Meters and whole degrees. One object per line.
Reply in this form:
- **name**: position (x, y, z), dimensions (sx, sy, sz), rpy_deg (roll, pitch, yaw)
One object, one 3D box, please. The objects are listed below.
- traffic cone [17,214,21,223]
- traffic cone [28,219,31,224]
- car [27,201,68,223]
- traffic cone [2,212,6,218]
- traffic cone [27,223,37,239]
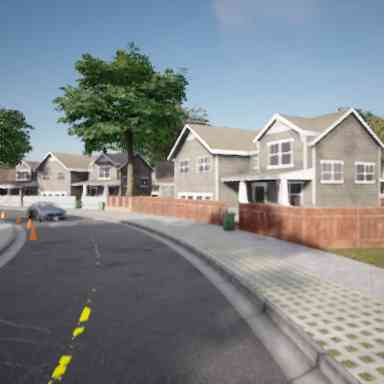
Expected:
- **traffic cone**: position (-12.279, 1.857, 23.630), dimensions (0.340, 0.580, 0.340), rpy_deg (-1, 1, -38)
- **traffic cone**: position (-9.622, 1.878, 19.739), dimensions (0.340, 0.580, 0.340), rpy_deg (-1, 1, -31)
- **car**: position (-11.035, 1.426, 25.084), dimensions (2.033, 1.411, 5.357), rpy_deg (-1, 1, -38)
- **traffic cone**: position (-15.366, 1.843, 27.190), dimensions (0.340, 0.580, 0.340), rpy_deg (-1, 1, -44)
- **traffic cone**: position (-7.431, 1.901, 15.568), dimensions (0.340, 0.580, 0.340), rpy_deg (-1, 1, -24)
